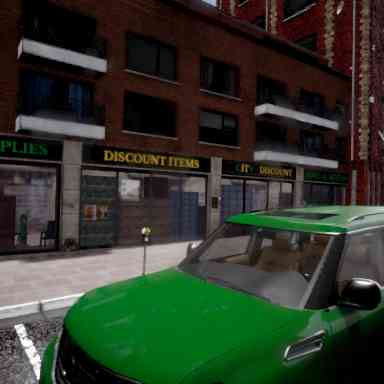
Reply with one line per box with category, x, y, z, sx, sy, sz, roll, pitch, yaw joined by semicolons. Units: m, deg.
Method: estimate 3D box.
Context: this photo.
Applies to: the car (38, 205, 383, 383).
car;1.301;1.224;3.875;5.566;2.045;2.150;0;0;-36
